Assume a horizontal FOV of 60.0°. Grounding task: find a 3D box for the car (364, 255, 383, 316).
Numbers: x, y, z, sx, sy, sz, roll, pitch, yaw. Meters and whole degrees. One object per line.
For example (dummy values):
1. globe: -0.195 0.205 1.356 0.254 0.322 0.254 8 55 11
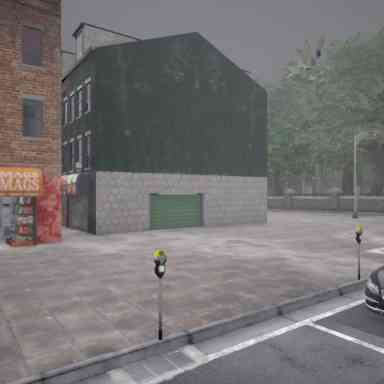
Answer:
1. car: 5.046 1.551 6.424 4.403 1.369 2.008 0 0 -36
